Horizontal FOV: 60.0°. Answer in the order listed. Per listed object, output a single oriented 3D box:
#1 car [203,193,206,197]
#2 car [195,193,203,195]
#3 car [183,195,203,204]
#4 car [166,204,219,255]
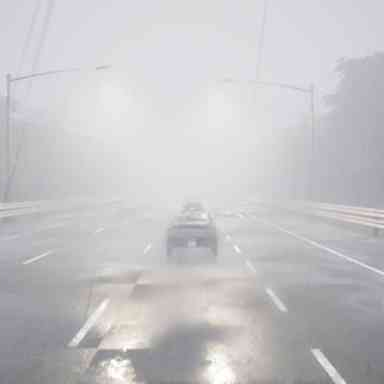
[{"bbox_3d":[1.683,0.940,79.652,2.128,1.511,4.902,0,0,4],"label":"car"},{"bbox_3d":[0.424,1.153,50.423,1.812,1.442,4.674,0,0,2],"label":"car"},{"bbox_3d":[0.071,1.324,32.370,1.812,1.442,4.674,0,1,1],"label":"car"},{"bbox_3d":[0.003,1.466,13.286,2.128,1.511,4.902,0,0,0],"label":"car"}]
